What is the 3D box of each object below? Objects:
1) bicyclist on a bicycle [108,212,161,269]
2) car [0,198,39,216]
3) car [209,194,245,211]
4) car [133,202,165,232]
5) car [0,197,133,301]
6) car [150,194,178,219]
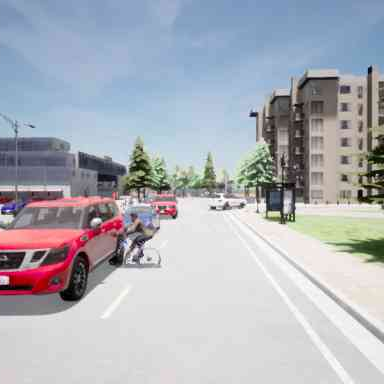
[{"bbox_3d":[-1.663,1.440,9.782,1.656,1.620,0.582,9,-2,2],"label":"bicyclist on a bicycle"},{"bbox_3d":[-16.210,1.374,31.303,1.845,1.501,3.633,0,0,3],"label":"car"},{"bbox_3d":[4.466,1.218,41.838,2.150,2.045,5.566,0,0,43],"label":"car"},{"bbox_3d":[-2.870,1.526,18.542,1.812,1.442,4.674,0,0,2],"label":"car"},{"bbox_3d":[-3.312,1.203,8.703,2.150,2.045,5.566,-1,0,2],"label":"car"},{"bbox_3d":[-2.375,1.221,29.264,2.150,2.045,5.566,0,0,0],"label":"car"}]
